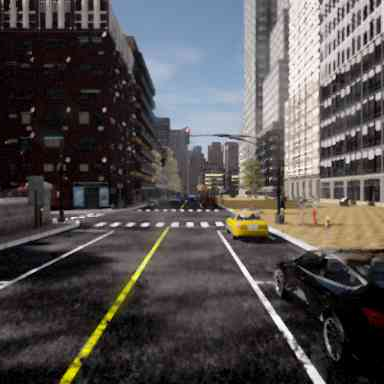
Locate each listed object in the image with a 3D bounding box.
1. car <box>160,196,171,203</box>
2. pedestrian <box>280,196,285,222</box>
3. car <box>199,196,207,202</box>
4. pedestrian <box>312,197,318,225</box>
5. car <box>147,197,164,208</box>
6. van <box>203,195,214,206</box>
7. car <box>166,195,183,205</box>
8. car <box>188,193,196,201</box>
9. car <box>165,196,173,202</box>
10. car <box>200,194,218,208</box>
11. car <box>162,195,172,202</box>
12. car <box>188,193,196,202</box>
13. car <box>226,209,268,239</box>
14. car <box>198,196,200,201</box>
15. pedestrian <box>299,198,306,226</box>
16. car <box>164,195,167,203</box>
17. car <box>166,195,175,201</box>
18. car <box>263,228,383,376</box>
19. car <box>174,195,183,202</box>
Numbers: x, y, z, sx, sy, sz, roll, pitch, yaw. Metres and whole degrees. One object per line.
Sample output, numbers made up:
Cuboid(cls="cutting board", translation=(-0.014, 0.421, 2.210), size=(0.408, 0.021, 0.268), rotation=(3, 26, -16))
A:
Cuboid(cls="car", translation=(-5.683, 1.597, 71.355), size=(1.887, 1.381, 4.507), rotation=(0, 0, 0))
Cuboid(cls="pedestrian", translation=(6.138, 1.144, 22.715), size=(0.375, 1.860, 0.375), rotation=(0, 0, 0))
Cuboid(cls="car", translation=(2.698, 1.618, 82.408), size=(1.887, 1.381, 4.507), rotation=(0, 0, 0))
Cuboid(cls="pedestrian", translation=(8.139, 1.266, 22.114), size=(0.375, 1.860, 0.375), rotation=(0, 0, 0))
Cuboid(cls="car", translation=(-5.686, 1.571, 49.249), size=(2.008, 1.369, 4.403), rotation=(0, 0, 0))
Cuboid(cls="van", translation=(2.694, 1.368, 54.774), size=(1.690, 1.788, 3.998), rotation=(0, 0, 0))
Cuboid(cls="car", translation=(-3.021, 1.583, 60.895), size=(2.033, 1.411, 5.357), rotation=(0, 0, 1))
Cuboid(cls="car", translation=(0.014, 1.224, 88.473), size=(2.150, 2.045, 5.566), rotation=(0, 0, 0))
Cuboid(cls="car", translation=(-5.682, 1.655, 82.409), size=(1.802, 1.307, 4.206), rotation=(0, 0, 0))
Cuboid(cls="car", translation=(2.693, 1.336, 49.248), size=(2.192, 1.841, 5.009), rotation=(0, 0, 0))
Cuboid(cls="car", translation=(-5.683, 1.503, 76.883), size=(1.967, 1.590, 4.097), rotation=(0, 0, 0))
Cuboid(cls="car", translation=(0.012, 1.618, 78.441), size=(1.994, 1.385, 4.181), rotation=(0, 0, 0))
Cuboid(cls="car", translation=(2.689, 1.526, 17.005), size=(1.752, 1.417, 4.829), rotation=(0, 0, 0))
Cuboid(cls="car", translation=(2.696, 1.368, 71.354), size=(2.192, 1.841, 5.009), rotation=(0, 0, 0))
Cuboid(cls="pedestrian", translation=(7.138, 1.286, 21.515), size=(0.375, 1.860, 0.375), rotation=(0, 0, 0))
Cuboid(cls="car", translation=(-5.684, 1.594, 65.829), size=(2.008, 1.369, 4.403), rotation=(0, 0, 0))
Cuboid(cls="car", translation=(-5.681, 1.524, 87.936), size=(1.967, 1.590, 4.097), rotation=(0, 0, 0))
Cuboid(cls="car", translation=(2.687, 1.565, 5.570), size=(1.947, 1.339, 4.313), rotation=(0, 0, 0))
Cuboid(cls="car", translation=(-2.988, 1.540, 76.402), size=(1.882, 1.535, 5.008), rotation=(0, 0, 0))
